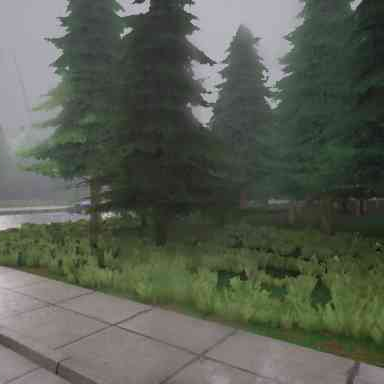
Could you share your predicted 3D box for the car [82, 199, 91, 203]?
[{"bbox_3d":[-10.071,1.450,33.233,1.882,1.535,5.008,0,0,35],"label":"car"}]
